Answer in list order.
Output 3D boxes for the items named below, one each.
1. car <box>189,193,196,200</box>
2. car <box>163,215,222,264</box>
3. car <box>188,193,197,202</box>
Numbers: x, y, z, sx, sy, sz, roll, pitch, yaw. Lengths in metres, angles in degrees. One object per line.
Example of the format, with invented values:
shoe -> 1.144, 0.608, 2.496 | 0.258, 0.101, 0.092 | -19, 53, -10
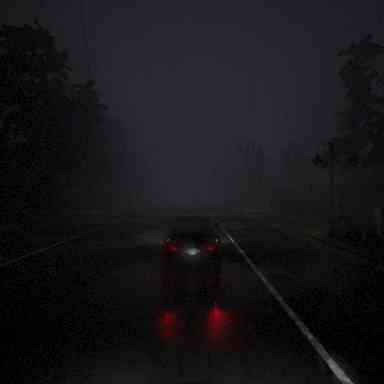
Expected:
car -> 0.107, 1.078, 79.781 | 1.812, 1.442, 4.674 | 0, 0, 0
car -> 0.015, 1.513, 11.681 | 1.812, 1.442, 4.674 | 0, 0, 0
car -> 0.093, 1.283, 69.780 | 1.994, 1.385, 4.181 | 0, 0, 0
